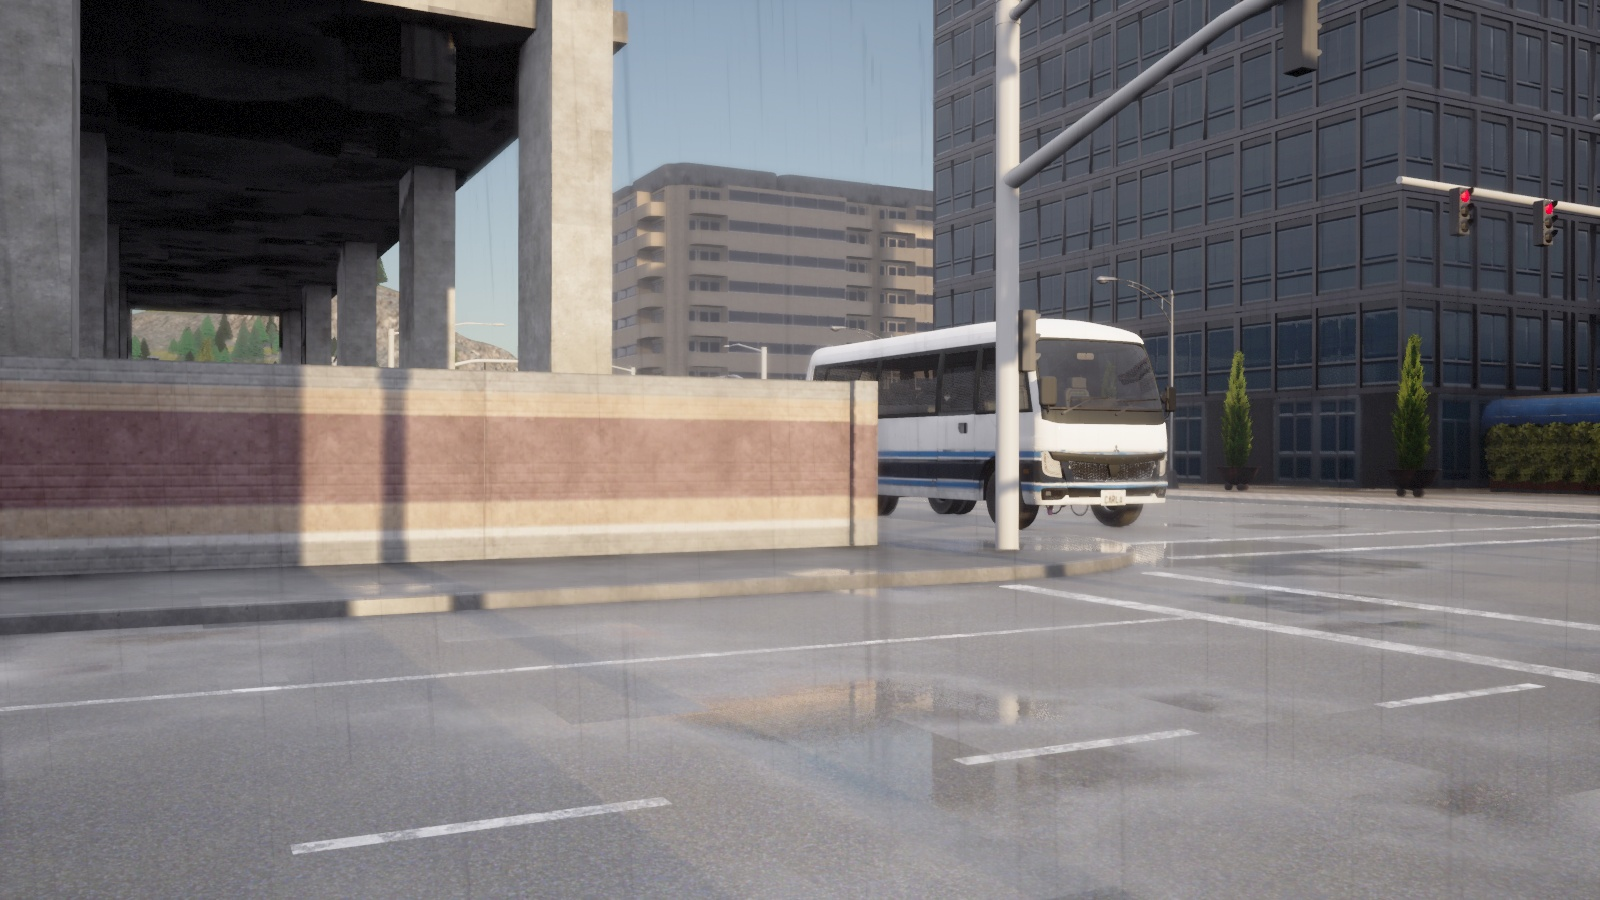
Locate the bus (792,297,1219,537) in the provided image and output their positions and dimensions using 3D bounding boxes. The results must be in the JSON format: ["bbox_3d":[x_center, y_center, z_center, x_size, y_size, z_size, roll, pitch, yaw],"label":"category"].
[{"bbox_3d":[3.924,-0.572,27.768,3.944,4.253,10.273,0,0,-27],"label":"bus"}]
